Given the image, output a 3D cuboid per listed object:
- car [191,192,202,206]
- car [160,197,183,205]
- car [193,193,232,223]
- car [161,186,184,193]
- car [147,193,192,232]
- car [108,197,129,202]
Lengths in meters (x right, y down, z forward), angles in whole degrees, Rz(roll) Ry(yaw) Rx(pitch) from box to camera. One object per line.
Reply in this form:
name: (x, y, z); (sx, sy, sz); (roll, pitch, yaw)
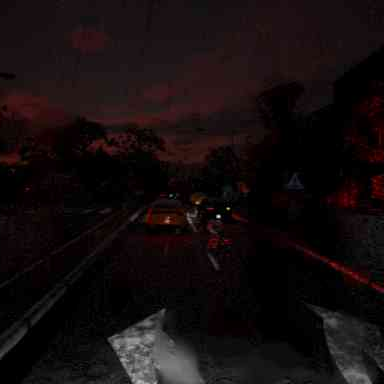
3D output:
car: (0.854, 0.791, 37.050); (1.882, 1.535, 5.008); (1, -1, -1)
car: (-4.812, 2.050, 76.585); (4.902, 1.511, 2.128); (0, -2, 34)
car: (1.361, 1.064, 21.419); (1.837, 1.490, 4.892); (1, 2, -4)
car: (-2.044, 0.456, 34.515); (2.150, 2.045, 5.566); (1, 0, -1)
car: (-1.265, 1.072, 17.224); (1.882, 1.535, 5.008); (1, 1, -4)
car: (-17.538, 1.979, 79.538); (4.892, 1.490, 1.837); (1, -2, -9)
